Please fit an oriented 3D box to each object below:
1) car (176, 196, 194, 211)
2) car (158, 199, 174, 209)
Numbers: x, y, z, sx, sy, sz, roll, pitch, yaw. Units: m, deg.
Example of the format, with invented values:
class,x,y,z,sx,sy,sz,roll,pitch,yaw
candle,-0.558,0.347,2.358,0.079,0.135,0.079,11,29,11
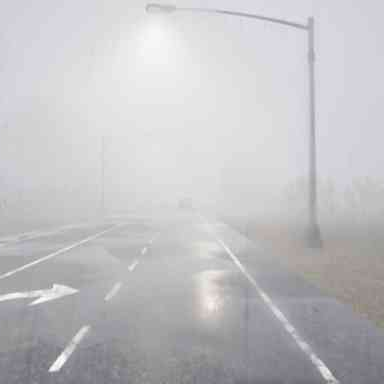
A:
class,x,y,z,sx,sy,sz,roll,pitch,yaw
car,-1.014,1.971,52.892,2.150,2.045,5.566,0,-1,-1
car,-5.097,2.426,61.757,2.033,1.411,5.357,0,-1,3
